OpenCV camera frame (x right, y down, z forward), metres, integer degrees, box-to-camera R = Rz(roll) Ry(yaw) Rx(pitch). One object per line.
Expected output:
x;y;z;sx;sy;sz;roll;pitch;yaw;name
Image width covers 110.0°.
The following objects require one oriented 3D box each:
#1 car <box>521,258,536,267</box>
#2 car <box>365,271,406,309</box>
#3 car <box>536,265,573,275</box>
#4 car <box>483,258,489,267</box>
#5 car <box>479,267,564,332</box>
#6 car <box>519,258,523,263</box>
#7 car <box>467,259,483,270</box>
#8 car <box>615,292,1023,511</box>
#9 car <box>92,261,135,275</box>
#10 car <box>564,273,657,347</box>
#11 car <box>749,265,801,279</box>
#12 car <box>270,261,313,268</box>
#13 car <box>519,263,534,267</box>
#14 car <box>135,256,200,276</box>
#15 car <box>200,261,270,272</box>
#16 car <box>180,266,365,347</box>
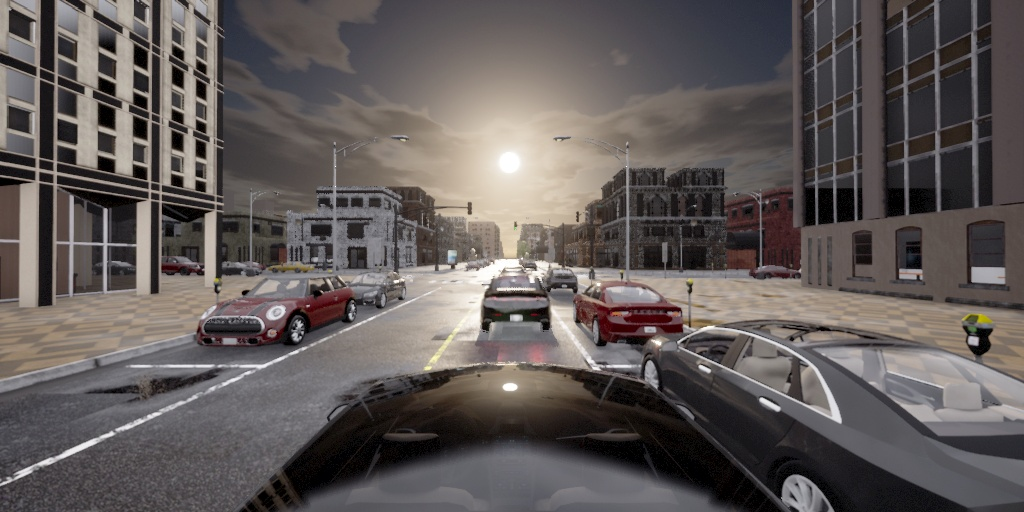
2.683;1.376;52.979;1.948;1.339;4.313;0;0;0;car
-5.692;1.315;14.913;2.007;1.370;4.403;0;0;0;car
2.688;1.322;20.588;2.007;1.370;4.403;0;0;0;car
-5.699;1.374;64.034;2.007;1.370;4.403;0;0;0;car
0.100;1.253;10.929;2.128;1.511;4.902;0;0;0;car
2.682;1.405;64.021;1.802;1.307;4.207;0;0;0;car
-5.697;1.392;52.991;1.802;1.307;4.207;0;0;0;car
2.690;1.302;3.513;2.007;1.370;4.403;0;0;0;car
-36.493;1.163;33.157;4.403;1.370;2.007;0;0;1;car
2.689;1.304;9.204;1.888;1.381;4.507;0;0;0;car
23.638;1.465;32.204;4.207;1.307;1.802;0;0;1;car
-25.460;1.239;41.370;4.829;1.417;1.751;0;0;1;car
0.058;1.338;22.303;1.994;1.385;4.181;0;0;-1;car
-30.956;0.950;33.072;5.009;1.841;2.192;0;0;1;car
-25.420;1.209;32.988;4.403;1.370;2.007;0;0;1;car
-5.691;1.198;9.220;1.967;1.591;4.097;0;0;0;car
